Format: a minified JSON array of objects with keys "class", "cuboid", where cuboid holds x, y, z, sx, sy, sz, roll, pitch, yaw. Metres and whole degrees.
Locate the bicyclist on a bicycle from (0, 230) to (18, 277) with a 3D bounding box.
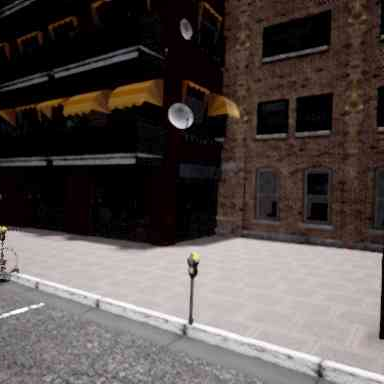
[{"class":"bicyclist on a bicycle","cuboid":[-4.725,1.252,7.380,0.582,1.620,1.656,1,8,34]}]
